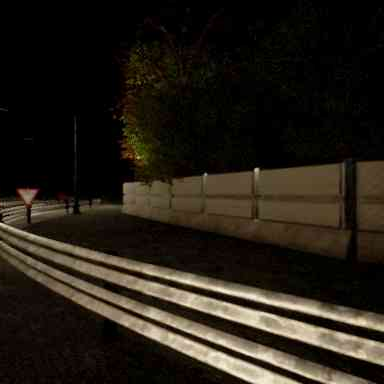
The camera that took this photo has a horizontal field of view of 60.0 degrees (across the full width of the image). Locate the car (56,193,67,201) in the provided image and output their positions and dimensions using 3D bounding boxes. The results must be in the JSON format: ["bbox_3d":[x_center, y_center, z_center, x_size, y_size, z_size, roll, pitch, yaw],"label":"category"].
[{"bbox_3d":[-31.513,1.171,80.403,2.150,2.045,5.566,0,0,-26],"label":"car"}]

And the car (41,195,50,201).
[{"bbox_3d":[-34.709,1.478,78.978,2.033,1.411,5.357,0,0,-26],"label":"car"}]

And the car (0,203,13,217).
[{"bbox_3d":[-16.969,1.603,28.378,1.994,1.385,4.181,0,0,-8],"label":"car"}]

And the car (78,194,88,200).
[{"bbox_3d":[-26.576,1.309,80.881,2.097,1.767,4.553,0,0,-11],"label":"car"}]
